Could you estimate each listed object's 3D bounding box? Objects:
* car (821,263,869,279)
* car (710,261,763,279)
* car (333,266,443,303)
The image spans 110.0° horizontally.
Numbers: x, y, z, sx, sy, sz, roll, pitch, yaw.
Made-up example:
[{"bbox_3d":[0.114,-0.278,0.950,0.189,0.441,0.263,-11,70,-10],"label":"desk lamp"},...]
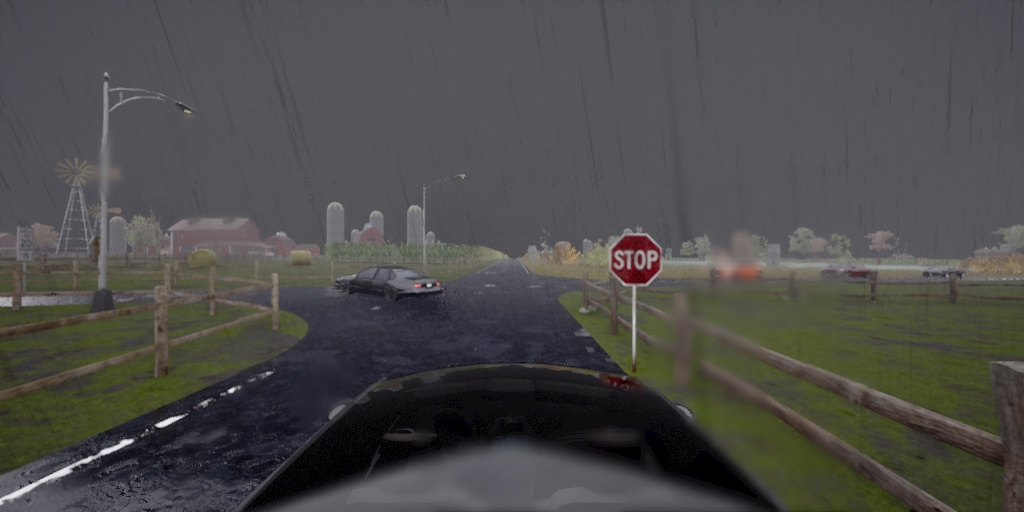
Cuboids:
[{"bbox_3d":[34.240,1.455,36.878,4.553,1.767,2.097,1,-1,-18],"label":"car"},{"bbox_3d":[19.934,1.263,31.853,4.553,1.767,2.097,1,-1,-20],"label":"car"},{"bbox_3d":[-5.625,1.147,16.066,5.357,1.411,2.033,3,1,30],"label":"car"}]
